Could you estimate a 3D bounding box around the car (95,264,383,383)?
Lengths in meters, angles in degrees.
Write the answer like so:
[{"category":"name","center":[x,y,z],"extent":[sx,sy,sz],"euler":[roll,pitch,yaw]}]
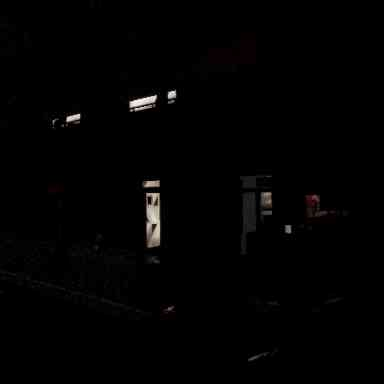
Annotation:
[{"category":"car","center":[1.618,1.312,1.737],"extent":[5.009,1.841,2.192],"euler":[0,-1,36]}]
